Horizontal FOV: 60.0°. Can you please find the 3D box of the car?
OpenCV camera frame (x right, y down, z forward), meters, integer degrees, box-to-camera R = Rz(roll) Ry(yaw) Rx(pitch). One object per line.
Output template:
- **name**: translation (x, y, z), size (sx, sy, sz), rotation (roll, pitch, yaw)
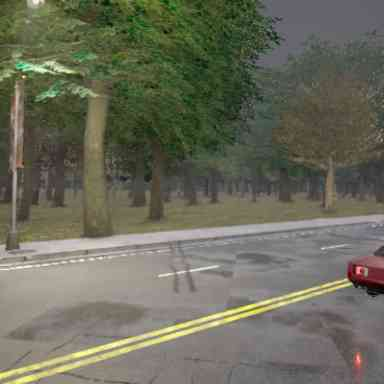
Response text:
- **car**: translation (5.559, 1.612, 7.399), size (4.718, 1.301, 1.895), rotation (0, 0, -35)
